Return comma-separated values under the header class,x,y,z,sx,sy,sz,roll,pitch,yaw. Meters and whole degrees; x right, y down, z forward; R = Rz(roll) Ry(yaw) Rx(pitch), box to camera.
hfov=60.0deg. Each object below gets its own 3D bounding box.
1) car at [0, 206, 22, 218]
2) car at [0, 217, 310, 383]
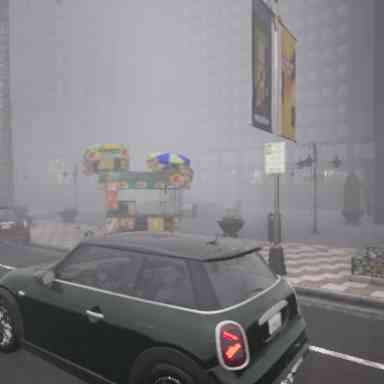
class,x,y,z,sx,sy,sz,roll,pitch,yaw
car,-8.818,1.347,13.962,4.553,1.767,2.185,0,0,36
car,-0.881,1.351,4.619,4.553,1.767,2.097,0,0,36
